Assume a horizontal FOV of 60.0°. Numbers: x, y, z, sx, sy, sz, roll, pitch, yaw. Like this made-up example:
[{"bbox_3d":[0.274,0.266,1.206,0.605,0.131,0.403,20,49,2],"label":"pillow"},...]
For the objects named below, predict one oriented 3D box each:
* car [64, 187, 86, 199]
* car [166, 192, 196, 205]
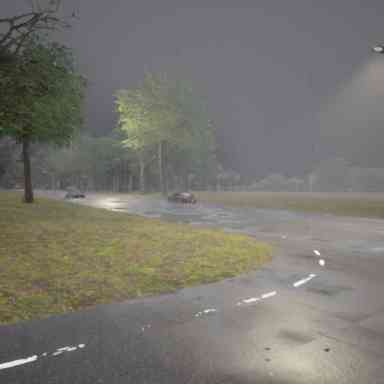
[{"bbox_3d":[-18.293,0.357,51.904,2.033,1.411,5.357,-1,2,-36],"label":"car"},{"bbox_3d":[-1.295,0.729,40.113,1.812,1.442,4.674,-1,2,-35],"label":"car"}]
